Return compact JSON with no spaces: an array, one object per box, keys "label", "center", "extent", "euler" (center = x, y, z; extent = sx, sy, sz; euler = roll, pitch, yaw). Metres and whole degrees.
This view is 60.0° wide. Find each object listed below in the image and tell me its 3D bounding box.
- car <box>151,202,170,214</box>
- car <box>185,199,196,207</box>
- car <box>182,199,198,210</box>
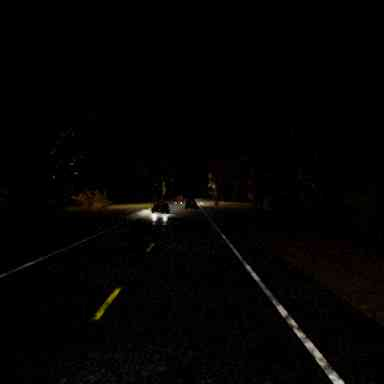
[{"label":"car","center":[-3.744,1.888,40.157],"extent":[1.994,1.385,4.181],"euler":[0,0,0]},{"label":"car","center":[-0.258,1.999,61.219],"extent":[1.837,1.490,4.892],"euler":[0,0,0]},{"label":"car","center":[-0.112,1.977,51.145],"extent":[1.994,1.385,4.181],"euler":[0,0,0]}]
